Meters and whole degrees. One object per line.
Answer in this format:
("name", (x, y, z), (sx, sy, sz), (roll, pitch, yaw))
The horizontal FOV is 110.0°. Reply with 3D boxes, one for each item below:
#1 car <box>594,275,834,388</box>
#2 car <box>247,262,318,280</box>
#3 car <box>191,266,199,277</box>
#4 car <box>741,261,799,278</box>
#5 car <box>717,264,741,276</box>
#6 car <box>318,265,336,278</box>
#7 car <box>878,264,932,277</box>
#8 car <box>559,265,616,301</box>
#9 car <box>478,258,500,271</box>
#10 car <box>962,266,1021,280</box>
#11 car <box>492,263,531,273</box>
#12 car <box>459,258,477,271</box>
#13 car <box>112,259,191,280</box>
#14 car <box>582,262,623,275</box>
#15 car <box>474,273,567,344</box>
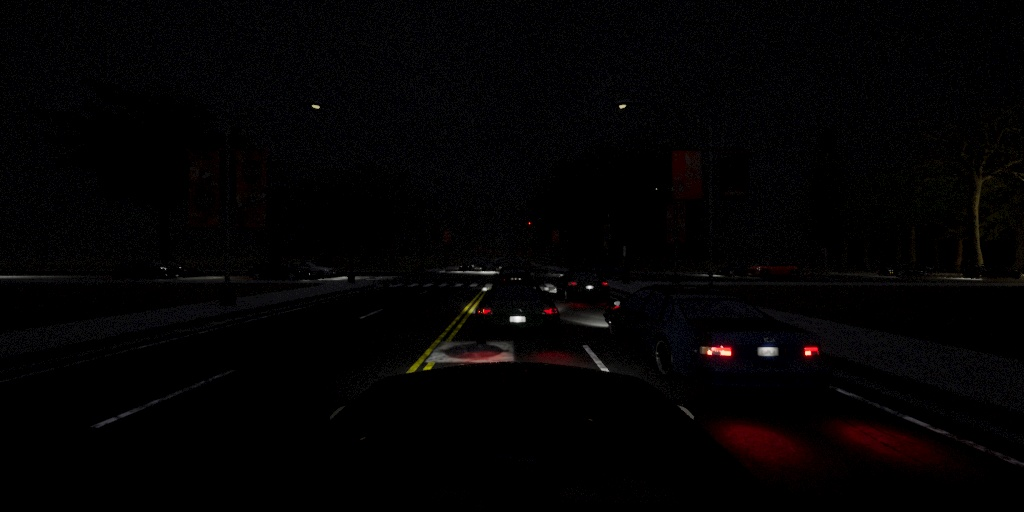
("car", (3.352, 1.301, 7.208), (2.033, 1.411, 5.357), (0, 0, 0))
("car", (-19.446, 1.256, 30.140), (4.892, 1.490, 1.837), (0, 0, -1))
("car", (-32.021, 1.190, 33.272), (5.008, 1.535, 1.882), (0, 0, 0))
("car", (26.915, 1.325, 37.170), (4.553, 1.767, 2.097), (0, 0, 0))
("car", (25.485, 1.534, 40.409), (4.181, 1.385, 1.994), (0, 0, 0))
("car", (-18.923, 1.284, 33.396), (4.674, 1.442, 1.812), (0, 0, -1))
("car", (44.393, 1.597, 40.516), (4.892, 1.490, 1.837), (1, 0, 0))
("car", (3.358, 1.338, 17.553), (1.994, 1.385, 4.181), (0, 0, 0))
("car", (-3.313, 1.400, 52.753), (2.128, 1.511, 4.902), (0, 0, 0))
("car", (49.716, 1.693, 37.255), (4.181, 1.385, 1.994), (1, 0, 0))
("car", (0.099, 1.282, 18.565), (1.837, 1.490, 4.892), (0, 0, 0))
("car", (-6.565, 1.411, 52.201), (1.837, 1.490, 4.892), (0, 0, 0))
("car", (-30.321, 1.066, 30.037), (4.553, 1.767, 2.097), (0, 0, -1))
("car", (8.607, 1.421, 36.818), (5.357, 1.411, 2.033), (1, 0, -5))
("car", (0.107, 1.320, 9.659), (1.994, 1.385, 4.181), (0, 0, 0))
